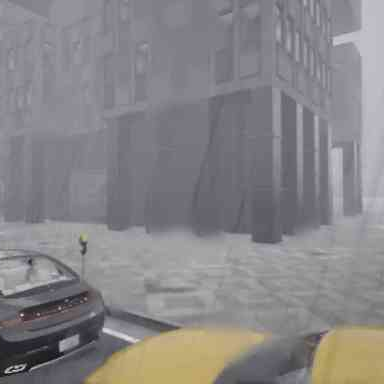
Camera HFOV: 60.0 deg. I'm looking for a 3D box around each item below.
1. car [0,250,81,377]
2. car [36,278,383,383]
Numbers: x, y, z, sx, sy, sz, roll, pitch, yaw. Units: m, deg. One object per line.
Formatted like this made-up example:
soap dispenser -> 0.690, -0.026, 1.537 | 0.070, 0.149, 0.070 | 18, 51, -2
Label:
car -> -3.259, 1.606, 5.281 | 4.403, 1.369, 2.008 | -1, 0, 35
car -> 1.192, 1.527, 2.109 | 4.829, 1.417, 1.752 | -1, 0, 35
